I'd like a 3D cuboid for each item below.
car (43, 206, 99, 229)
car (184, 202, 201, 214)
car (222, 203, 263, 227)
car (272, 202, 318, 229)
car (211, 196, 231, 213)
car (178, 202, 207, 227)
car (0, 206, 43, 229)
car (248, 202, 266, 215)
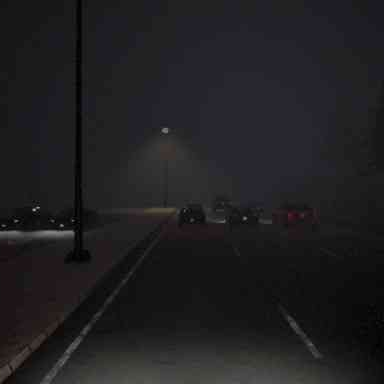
[{"bbox_3d":[-8.028,1.703,23.232,2.033,1.411,5.357,0,0,1],"label":"car"},{"bbox_3d":[0.077,1.870,40.476,1.895,1.301,4.718,0,0,0],"label":"car"},{"bbox_3d":[3.529,1.725,24.090,1.994,1.385,4.181,0,0,0],"label":"car"},{"bbox_3d":[7.019,1.506,23.193,2.097,1.767,4.553,0,0,1],"label":"car"},{"bbox_3d":[3.585,1.488,40.894,2.150,2.045,5.566,0,-1,0],"label":"car"},{"bbox_3d":[0.032,1.654,24.154,2.128,1.511,4.902,0,0,1],"label":"car"},{"bbox_3d":[-11.531,1.702,23.084,2.033,1.411,5.357,0,0,0],"label":"car"},{"bbox_3d":[7.058,1.797,37.642,2.033,1.411,5.357,0,0,0],"label":"car"}]
